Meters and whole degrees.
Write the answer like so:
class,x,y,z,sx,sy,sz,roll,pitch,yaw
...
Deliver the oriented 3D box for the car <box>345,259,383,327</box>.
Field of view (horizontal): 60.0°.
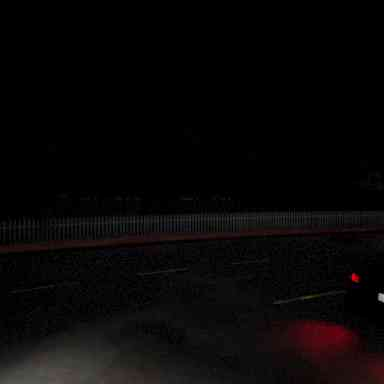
class,x,y,z,sx,sy,sz,roll,pitch,yaw
car,4.746,1.564,5.745,4.181,1.385,1.994,0,0,-24
